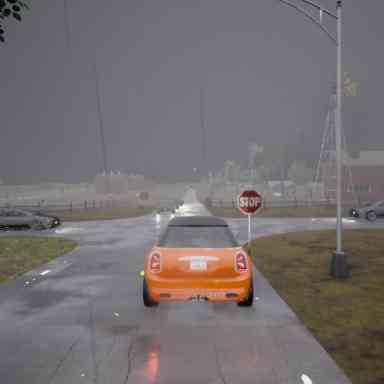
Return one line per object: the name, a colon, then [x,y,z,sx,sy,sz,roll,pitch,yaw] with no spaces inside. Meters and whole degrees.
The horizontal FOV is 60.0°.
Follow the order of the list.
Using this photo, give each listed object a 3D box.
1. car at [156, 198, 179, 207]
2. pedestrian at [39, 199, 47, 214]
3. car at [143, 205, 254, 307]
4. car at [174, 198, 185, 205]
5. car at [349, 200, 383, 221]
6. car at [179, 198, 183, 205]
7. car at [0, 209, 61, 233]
car: [-2.750,1.571,36.597,1.837,1.490,4.892,0,0,0]
pedestrian: [-12.086,1.466,27.030,0.375,1.860,0.375,0,2,0]
car: [0.120,1.354,8.151,2.097,1.767,4.553,0,0,0]
car: [-2.575,1.897,69.466,2.033,1.411,5.357,0,-1,0]
car: [13.563,1.267,23.823,4.181,1.385,1.994,-1,1,-1]
car: [-2.723,1.672,46.628,2.033,1.411,5.357,0,0,1]
car: [-10.593,1.785,21.055,4.181,1.385,1.994,-1,1,1]
